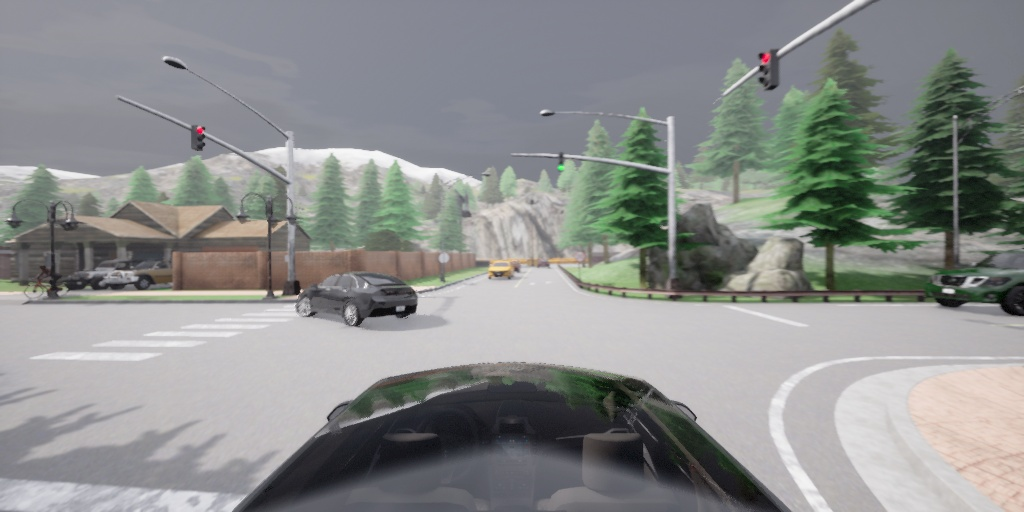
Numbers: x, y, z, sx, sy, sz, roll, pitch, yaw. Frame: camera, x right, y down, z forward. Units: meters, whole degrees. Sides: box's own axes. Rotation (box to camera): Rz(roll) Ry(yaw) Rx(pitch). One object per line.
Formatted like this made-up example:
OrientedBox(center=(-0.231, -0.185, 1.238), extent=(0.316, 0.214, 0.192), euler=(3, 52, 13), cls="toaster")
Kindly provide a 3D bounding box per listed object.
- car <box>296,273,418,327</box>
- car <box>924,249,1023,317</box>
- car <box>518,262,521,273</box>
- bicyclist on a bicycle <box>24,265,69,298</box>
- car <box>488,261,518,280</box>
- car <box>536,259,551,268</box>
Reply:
OrientedBox(center=(-5.159, 1.288, 11.761), extent=(4.892, 1.490, 1.837), euler=(-1, -2, 36), cls="car")
OrientedBox(center=(17.104, 0.769, 11.584), extent=(5.566, 2.045, 2.150), euler=(-1, 0, 4), cls="car")
OrientedBox(center=(0.001, 1.274, 41.452), extent=(1.895, 1.301, 4.718), euler=(-1, 0, 5), cls="car")
OrientedBox(center=(-23.084, 1.254, 17.814), extent=(0.582, 1.620, 1.656), euler=(-1, 0, 4), cls="bicyclist on a bicycle")
OrientedBox(center=(-0.873, 1.181, 31.346), extent=(1.882, 1.535, 5.008), euler=(-1, 0, 5), cls="car")
OrientedBox(center=(4.790, 1.118, 54.477), extent=(1.812, 1.442, 4.674), euler=(-1, 0, 5), cls="car")
